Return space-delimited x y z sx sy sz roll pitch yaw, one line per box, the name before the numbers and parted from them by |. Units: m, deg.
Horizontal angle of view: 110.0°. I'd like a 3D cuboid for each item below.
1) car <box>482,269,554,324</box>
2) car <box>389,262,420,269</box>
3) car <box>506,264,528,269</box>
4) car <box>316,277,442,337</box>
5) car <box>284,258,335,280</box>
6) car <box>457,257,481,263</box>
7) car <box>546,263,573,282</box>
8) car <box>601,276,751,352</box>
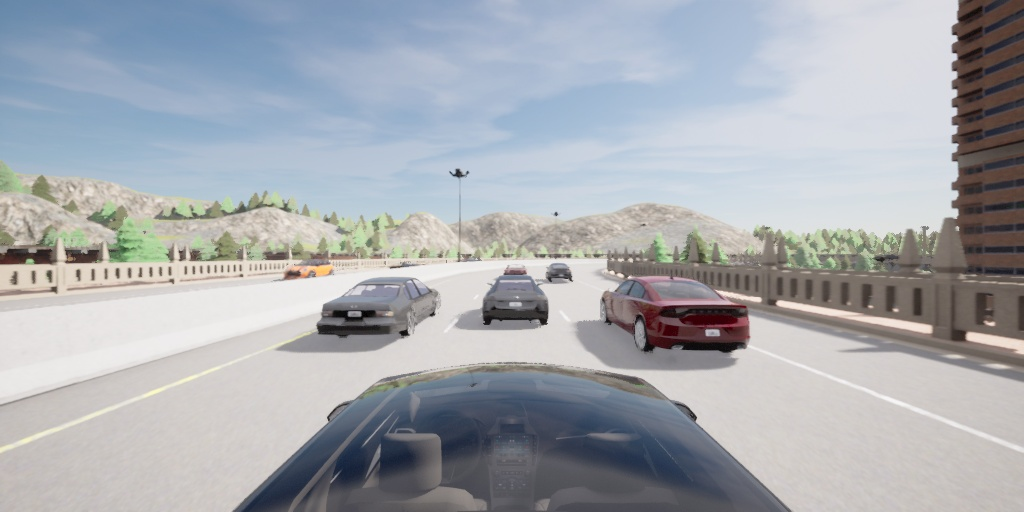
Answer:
car | 0.103 1.314 11.980 1.994 1.385 4.181 0 0 0
car | -12.575 1.353 42.183 1.895 1.301 4.718 0 0 9
car | 0.439 1.352 31.883 1.895 1.301 4.718 0 0 4
car | -3.397 1.298 10.246 2.033 1.411 5.357 0 0 0
car | -17.264 1.104 30.738 2.097 1.767 4.553 0 0 3
car | -6.659 1.103 52.822 2.097 1.767 4.553 0 0 15
car | 3.781 1.277 29.060 1.812 1.442 4.674 0 0 2
car | 3.603 1.228 8.910 1.882 1.535 5.008 0 0 0
